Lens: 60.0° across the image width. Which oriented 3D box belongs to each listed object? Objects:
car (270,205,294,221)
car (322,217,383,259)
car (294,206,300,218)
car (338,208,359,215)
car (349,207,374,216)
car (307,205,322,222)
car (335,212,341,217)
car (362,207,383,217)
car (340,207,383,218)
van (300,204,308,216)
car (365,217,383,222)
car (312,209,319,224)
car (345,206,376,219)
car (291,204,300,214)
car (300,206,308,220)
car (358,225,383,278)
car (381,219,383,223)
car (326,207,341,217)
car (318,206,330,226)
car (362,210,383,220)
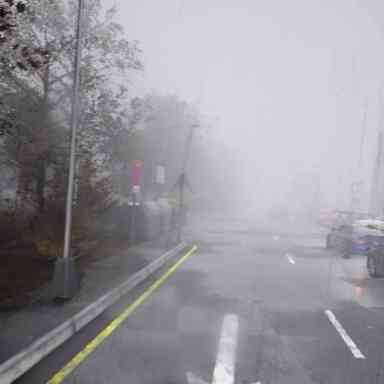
[{"bbox_3d":[10.481,2.618,39.799,2.128,1.511,4.902,3,-1,10],"label":"car"},{"bbox_3d":[7.383,2.128,14.874,1.812,1.442,4.674,3,-1,10],"label":"car"},{"bbox_3d":[16.601,3.067,44.054,4.674,1.452,2.002,4,0,-10],"label":"car"},{"bbox_3d":[38.954,4.930,82.921,2.163,1.488,4.792,3,-2,-12],"label":"car"},{"bbox_3d":[41.959,4.818,82.498,2.435,2.045,5.566,3,-2,-12],"label":"car"},{"bbox_3d":[15.130,2.686,35.176,4.553,1.767,2.185,4,0,-10],"label":"car"},{"bbox_3d":[13.026,2.553,23.328,4.792,1.488,2.163,4,0,-10],"label":"car"},{"bbox_3d":[44.978,4.986,82.020,2.435,2.045,5.566,4,-2,-12],"label":"car"},{"bbox_3d":[12.535,2.203,20.376,5.566,2.045,2.435,4,0,-10],"label":"car"},{"bbox_3d":[16.227,2.737,41.125,4.442,1.987,1.878,4,-1,-10],"label":"van"},{"bbox_3d":[12.003,2.415,17.416,4.792,1.488,2.163,4,0,-10],"label":"car"},{"bbox_3d":[14.580,2.778,32.214,4.674,1.452,2.002,4,0,-10],"label":"car"},{"bbox_3d":[33.564,4.092,66.546,2.435,2.045,5.566,4,0,-12],"label":"car"},{"bbox_3d":[16.915,3.082,46.984,5.366,1.575,1.946,4,0,-10],"label":"car"},{"bbox_3d":[15.586,2.881,38.140,5.008,1.535,2.097,4,-1,-10],"label":"car"},{"bbox_3d":[6.369,1.976,8.963,1.837,1.490,4.892,3,-1,10],"label":"car"},{"bbox_3d":[11.343,2.303,14.429,5.366,1.575,1.946,4,0,-10],"label":"car"},{"bbox_3d":[13.540,2.467,26.301,4.553,1.767,2.185,4,-1,-10],"label":"car"},{"bbox_3d":[14.049,2.538,29.258,4.553,1.767,2.185,4,-1,-10],"label":"car"},{"bbox_3d":[36.437,4.534,66.166,2.163,1.488,4.792,3,0,-12],"label":"car"}]
